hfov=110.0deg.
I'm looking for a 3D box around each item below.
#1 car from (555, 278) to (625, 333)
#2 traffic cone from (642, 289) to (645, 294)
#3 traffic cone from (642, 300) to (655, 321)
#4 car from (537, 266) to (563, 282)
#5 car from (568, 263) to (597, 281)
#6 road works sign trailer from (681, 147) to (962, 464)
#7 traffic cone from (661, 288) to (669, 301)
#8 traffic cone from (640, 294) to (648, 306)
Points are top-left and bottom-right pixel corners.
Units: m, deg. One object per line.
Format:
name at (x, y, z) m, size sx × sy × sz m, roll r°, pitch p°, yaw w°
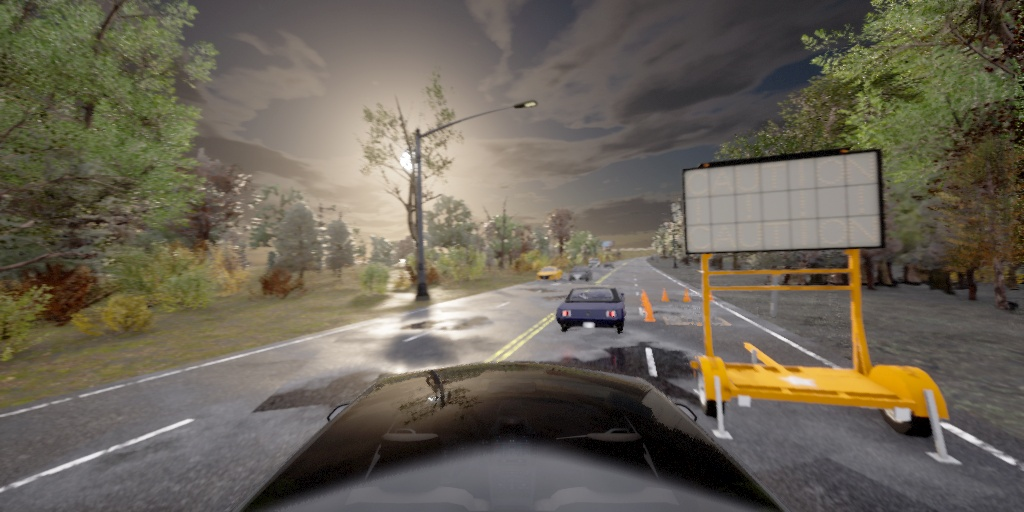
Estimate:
car at (2.781, 1.620, 11.994) m, size 1.895 × 1.301 × 4.718 m, roll -2°, pitch -1°, yaw 17°
traffic cone at (5.990, 1.930, 16.144) m, size 0.340 × 0.580 × 0.340 m, roll 0°, pitch 0°, yaw 18°
traffic cone at (4.740, 1.912, 12.345) m, size 0.340 × 0.580 × 0.340 m, roll 0°, pitch 0°, yaw 18°
car at (3.891, 1.816, 36.699) m, size 1.882 × 1.535 × 5.008 m, roll -2°, pitch -1°, yaw 19°
car at (6.657, 1.713, 34.735) m, size 2.128 × 1.511 × 4.902 m, roll -2°, pitch -1°, yaw 19°
road works sign trailer at (3.901, 0.340, 5.277) m, size 2.380 × 3.560 × 2.880 m, roll 0°, pitch 0°, yaw 18°
traffic cone at (7.564, 1.903, 17.731) m, size 0.340 × 0.580 × 0.340 m, roll 0°, pitch 0°, yaw 18°
traffic cone at (5.365, 1.921, 14.244) m, size 0.340 × 0.580 × 0.340 m, roll 0°, pitch 0°, yaw 18°
